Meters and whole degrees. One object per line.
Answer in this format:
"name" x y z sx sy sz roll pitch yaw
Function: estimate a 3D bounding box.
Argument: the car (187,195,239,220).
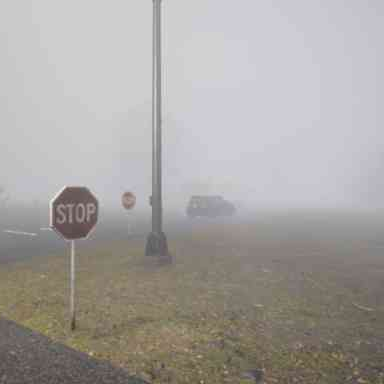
"car" 1.744 1.322 29.291 2.150 2.045 5.566 0 0 34

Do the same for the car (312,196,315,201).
"car" 33.548 1.761 89.187 1.812 1.442 4.674 0 0 34

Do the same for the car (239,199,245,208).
"car" 6.043 1.708 48.258 1.837 1.490 4.892 0 0 34

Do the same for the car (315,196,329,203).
"car" 30.559 1.753 77.207 2.128 1.511 4.902 0 0 28
